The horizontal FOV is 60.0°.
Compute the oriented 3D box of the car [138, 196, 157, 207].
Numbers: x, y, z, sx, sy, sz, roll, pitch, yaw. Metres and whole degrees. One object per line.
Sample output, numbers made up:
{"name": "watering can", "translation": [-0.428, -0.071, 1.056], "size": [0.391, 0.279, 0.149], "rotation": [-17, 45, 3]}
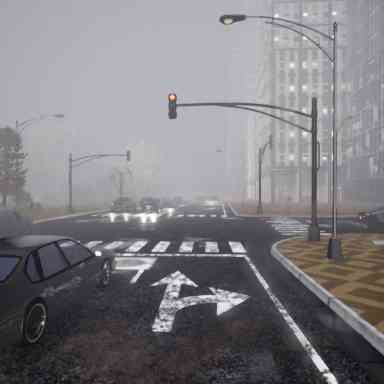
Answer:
{"name": "car", "translation": [-6.733, 1.469, 51.013], "size": [1.882, 1.535, 5.008], "rotation": [0, 0, 5]}

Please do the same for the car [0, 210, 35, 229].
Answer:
{"name": "car", "translation": [-9.398, 1.543, 15.514], "size": [2.033, 1.411, 5.357], "rotation": [0, 0, 3]}

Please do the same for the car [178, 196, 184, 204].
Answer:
{"name": "car", "translation": [-2.573, 1.474, 61.687], "size": [1.882, 1.535, 5.008], "rotation": [0, 1, 5]}

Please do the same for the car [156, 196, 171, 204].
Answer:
{"name": "car", "translation": [-5.529, 1.544, 64.991], "size": [2.033, 1.411, 5.357], "rotation": [0, 0, 5]}

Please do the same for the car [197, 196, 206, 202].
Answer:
{"name": "car", "translation": [2.152, 1.559, 78.907], "size": [1.994, 1.385, 4.181], "rotation": [0, 0, 5]}

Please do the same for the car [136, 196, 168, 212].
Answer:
{"name": "car", "translation": [-4.510, 1.483, 38.186], "size": [2.128, 1.511, 4.902], "rotation": [0, 0, 4]}

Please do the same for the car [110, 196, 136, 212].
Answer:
{"name": "car", "translation": [-7.787, 1.343, 38.108], "size": [2.097, 1.767, 4.553], "rotation": [0, 0, 5]}

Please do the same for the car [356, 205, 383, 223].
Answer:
{"name": "car", "translation": [14.408, 1.388, 22.961], "size": [5.357, 1.411, 2.033], "rotation": [0, 0, 5]}

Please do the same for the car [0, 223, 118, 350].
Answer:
{"name": "car", "translation": [-3.049, 1.546, 6.262], "size": [2.033, 1.411, 5.357], "rotation": [0, 0, 5]}

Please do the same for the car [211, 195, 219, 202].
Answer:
{"name": "car", "translation": [5.407, 1.485, 78.826], "size": [1.882, 1.535, 5.008], "rotation": [0, 0, 5]}

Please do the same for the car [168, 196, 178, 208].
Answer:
{"name": "car", "translation": [-3.639, 1.593, 48.988], "size": [1.895, 1.301, 4.718], "rotation": [0, 0, 5]}
